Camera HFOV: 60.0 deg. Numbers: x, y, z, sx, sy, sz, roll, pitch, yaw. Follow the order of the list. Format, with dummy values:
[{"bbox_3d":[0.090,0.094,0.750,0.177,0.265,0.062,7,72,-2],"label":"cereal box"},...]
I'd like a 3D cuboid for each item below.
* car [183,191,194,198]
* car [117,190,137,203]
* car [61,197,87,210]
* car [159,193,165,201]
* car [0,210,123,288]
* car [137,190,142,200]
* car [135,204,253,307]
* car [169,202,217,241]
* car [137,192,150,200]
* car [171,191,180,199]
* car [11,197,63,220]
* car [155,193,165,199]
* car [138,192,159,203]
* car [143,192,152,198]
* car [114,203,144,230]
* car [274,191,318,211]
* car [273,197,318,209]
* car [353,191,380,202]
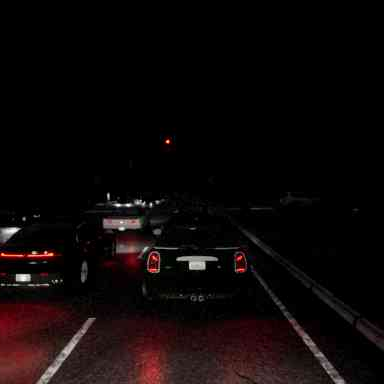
[{"bbox_3d":[-0.680,0.707,86.096,1.812,1.442,4.674,0,1,-4],"label":"car"},{"bbox_3d":[-10.695,0.928,53.872,2.097,1.767,4.553,0,0,0],"label":"car"},{"bbox_3d":[-13.320,1.243,33.970,4.902,1.511,2.128,0,1,-3],"label":"car"},{"bbox_3d":[-7.171,1.005,66.088,2.033,1.411,5.357,0,1,1],"label":"car"},{"bbox_3d":[-3.415,1.468,9.145,1.837,1.490,4.892,0,0,0],"label":"car"},{"bbox_3d":[-10.681,0.709,63.313,2.150,2.045,5.566,0,1,0],"label":"car"},{"bbox_3d":[0.088,1.323,8.092,2.097,1.767,4.553,0,0,0],"label":"car"},{"bbox_3d":[0.061,1.388,17.289,2.128,1.511,4.902,0,0,1],"label":"car"},{"bbox_3d":[-10.732,0.894,73.537,2.128,1.511,4.902,0,1,-1],"label":"car"},{"bbox_3d":[-3.909,0.757,80.237,1.882,1.535,5.008,0,1,-3],"label":"car"},{"bbox_3d":[-10.537,1.355,22.607,1.837,1.490,4.892,3,0,-8],"label":"car"},{"bbox_3d":[-7.301,0.870,76.515,2.033,1.411,5.357,0,1,-1],"label":"car"},{"bbox_3d":[-7.200,1.105,56.020,2.033,1.411,5.357,0,1,0],"label":"car"},{"bbox_3d":[-11.067,0.749,83.759,1.812,1.442,4.674,0,1,-2],"label":"car"},{"bbox_3d":[-3.435,1.487,18.466,1.895,1.301,4.718,0,1,0],"label":"car"},{"bbox_3d":[12.090,0.959,35.445,5.566,2.045,2.150,0,1,-3],"label":"car"},{"bbox_3d":[12.126,1.306,39.167,4.718,1.301,1.895,0,1,-3],"label":"car"},{"bbox_3d":[21.877,0.922,39.734,5.566,2.045,2.150,0,1,-3],"label":"car"}]
